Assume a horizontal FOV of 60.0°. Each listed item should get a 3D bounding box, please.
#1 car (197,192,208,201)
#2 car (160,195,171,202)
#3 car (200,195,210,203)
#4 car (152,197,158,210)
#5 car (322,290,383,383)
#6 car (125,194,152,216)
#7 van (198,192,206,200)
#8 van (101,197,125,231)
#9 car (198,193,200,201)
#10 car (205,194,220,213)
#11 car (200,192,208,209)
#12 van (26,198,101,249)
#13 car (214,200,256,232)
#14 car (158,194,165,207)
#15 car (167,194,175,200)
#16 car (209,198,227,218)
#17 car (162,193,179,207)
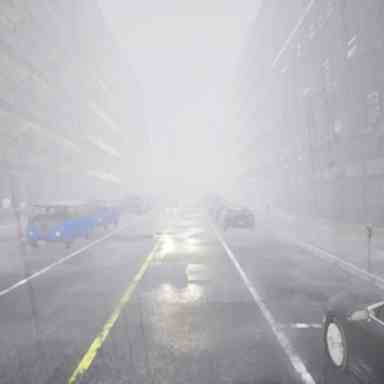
[{"bbox_3d":[2.387,1.016,74.677,2.192,1.841,5.009,1,0,0],"label":"car"},{"bbox_3d":[-5.451,1.259,69.183,1.887,1.381,4.507,1,0,0],"label":"car"},{"bbox_3d":[2.407,1.306,63.615,1.802,1.307,4.206,1,0,0],"label":"car"},{"bbox_3d":[-5.370,1.135,35.999,2.192,1.841,5.009,1,0,0],"label":"car"},{"bbox_3d":[2.578,1.532,2.774,2.008,1.369,4.403,1,0,0],"label":"car"},{"bbox_3d":[-5.358,1.159,30.469,2.192,1.841,5.009,1,0,0],"label":"car"},{"bbox_3d":[2.374,1.033,80.208,1.690,1.788,3.998,1,0,0],"label":"van"},{"bbox_3d":[-5.334,1.236,19.409,1.690,1.788,3.998,1,0,0],"label":"van"},{"bbox_3d":[2.435,1.196,52.552,1.967,1.590,4.097,1,0,0],"label":"car"},{"bbox_3d":[2.527,1.281,30.427,1.967,1.590,4.097,1,0,0],"label":"car"},{"bbox_3d":[2.463,1.110,41.488,2.192,1.841,5.009,1,0,0],"label":"car"},{"bbox_3d":[-5.321,1.263,13.877,1.690,1.788,3.998,1,0,0],"label":"van"},{"bbox_3d":[2.542,1.436,19.366,1.887,1.381,4.507,1,0,0],"label":"car"},{"bbox_3d":[-5.402,1.343,47.063,1.947,1.339,4.313,1,0,0],"label":"car"},{"bbox_3d":[-5.490,1.270,85.777,1.802,1.307,4.206,1,0,0],"label":"car"},{"bbox_3d":[2.529,1.410,24.896,1.887,1.381,4.507,1,0,0],"label":"car"},{"bbox_3d":[-2.855,1.270,47.799,2.128,1.511,4.902,0,0,0],"label":"car"}]
